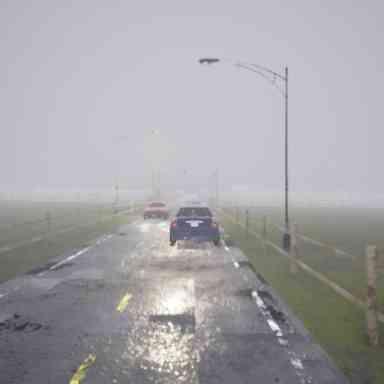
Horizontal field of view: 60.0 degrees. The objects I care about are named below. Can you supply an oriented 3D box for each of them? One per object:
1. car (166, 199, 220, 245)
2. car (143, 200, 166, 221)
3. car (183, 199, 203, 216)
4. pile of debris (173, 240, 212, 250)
[{"bbox_3d":[0.102,1.350,15.649,2.097,1.767,4.553,0,0,0],"label":"car"},{"bbox_3d":[-2.839,1.474,27.336,1.882,1.535,5.008,0,0,0],"label":"car"},{"bbox_3d":[0.111,1.502,33.241,1.837,1.490,4.892,0,0,0],"label":"car"},{"bbox_3d":[0.004,2.172,13.688,1.500,0.140,1.860,0,0,0],"label":"pile of debris"}]
